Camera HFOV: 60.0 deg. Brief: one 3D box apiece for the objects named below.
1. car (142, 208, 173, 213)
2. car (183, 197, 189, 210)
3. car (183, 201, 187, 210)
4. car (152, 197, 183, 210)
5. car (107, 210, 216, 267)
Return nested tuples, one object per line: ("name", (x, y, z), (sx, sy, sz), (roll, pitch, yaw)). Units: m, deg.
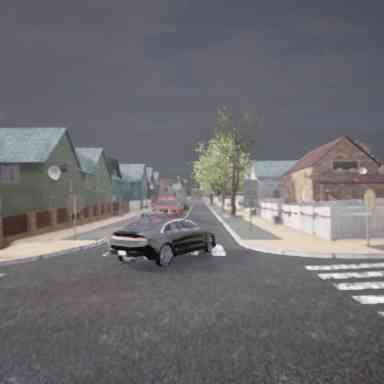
("car", (-2.379, 1.834, 19.836), (1.895, 1.301, 4.718), (0, -1, 0))
("car", (-1.708, 1.786, 50.519), (2.150, 2.045, 5.566), (0, -1, 6))
("car", (-2.009, 2.048, 39.543), (1.895, 1.301, 4.718), (0, -1, 1))
("car", (-2.219, 1.561, 29.589), (2.150, 2.045, 5.566), (0, -1, 1))
("car", (-0.851, 1.633, 12.086), (2.128, 1.511, 4.902), (0, 0, 32))
